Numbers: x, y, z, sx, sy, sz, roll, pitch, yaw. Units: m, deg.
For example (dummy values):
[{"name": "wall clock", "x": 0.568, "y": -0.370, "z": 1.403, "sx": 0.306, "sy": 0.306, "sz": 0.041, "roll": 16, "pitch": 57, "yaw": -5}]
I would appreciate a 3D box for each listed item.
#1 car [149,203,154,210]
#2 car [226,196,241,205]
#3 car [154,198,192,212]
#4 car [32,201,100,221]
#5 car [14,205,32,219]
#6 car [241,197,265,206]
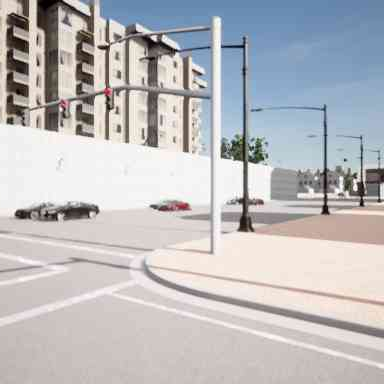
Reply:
[{"name": "car", "x": -3.106, "y": 1.528, "z": 42.126, "sx": 2.033, "sy": 1.411, "sz": 5.357, "roll": 0, "pitch": 0, "yaw": 36}, {"name": "car", "x": 7.582, "y": 1.510, "z": 56.841, "sx": 2.128, "sy": 1.511, "sz": 4.902, "roll": 0, "pitch": 0, "yaw": 36}, {"name": "car", "x": -1.887, "y": 1.546, "z": 37.820, "sx": 1.994, "sy": 1.385, "sz": 4.181, "roll": 0, "pitch": 0, "yaw": 36}, {"name": "car", "x": -9.756, "y": 1.476, "z": 26.872, "sx": 2.128, "sy": 1.511, "sz": 4.902, "roll": 0, "pitch": 0, "yaw": 36}, {"name": "car", "x": -12.853, "y": 1.546, "z": 28.548, "sx": 1.994, "sy": 1.385, "sz": 4.181, "roll": 0, "pitch": 0, "yaw": 35}, {"name": "car", "x": 10.335, "y": 1.554, "z": 54.677, "sx": 1.994, "sy": 1.385, "sz": 4.181, "roll": 0, "pitch": 0, "yaw": 36}]
